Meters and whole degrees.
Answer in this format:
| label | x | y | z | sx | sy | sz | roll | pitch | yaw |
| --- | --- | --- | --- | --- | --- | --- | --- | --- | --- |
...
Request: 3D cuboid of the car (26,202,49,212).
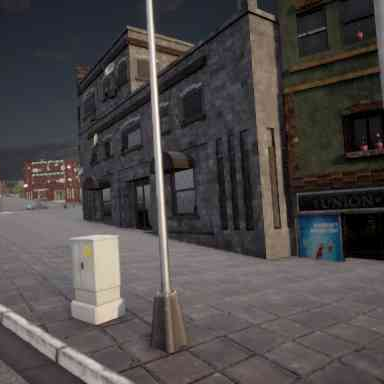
| label | x | y | z | sx | sy | sz | roll | pitch | yaw |
| --- | --- | --- | --- | --- | --- | --- | --- | --- | --- |
| car | -26.459 | 2.473 | 56.900 | 2.128 | 1.511 | 4.902 | -4 | -1 | 5 |
